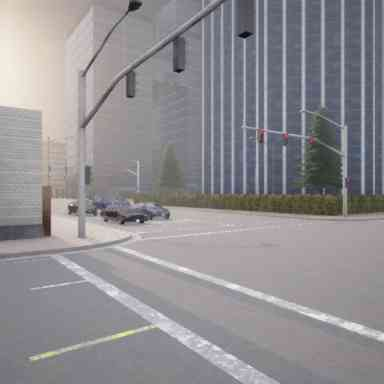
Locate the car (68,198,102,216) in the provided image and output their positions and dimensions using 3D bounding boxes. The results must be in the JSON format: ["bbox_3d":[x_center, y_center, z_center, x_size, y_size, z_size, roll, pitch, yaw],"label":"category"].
[{"bbox_3d":[-10.970,1.560,33.146,1.837,1.490,4.892,0,0,-36],"label":"car"}]

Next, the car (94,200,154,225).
[{"bbox_3d":[-5.299,1.603,25.237,2.033,1.411,5.357,0,0,-36],"label":"car"}]

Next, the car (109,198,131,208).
[{"bbox_3d":[-11.270,1.619,51.878,1.994,1.385,4.181,0,0,-36],"label":"car"}]

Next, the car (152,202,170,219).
[{"bbox_3d":[-3.705,1.581,29.051,1.812,1.442,4.674,0,0,-36],"label":"car"}]

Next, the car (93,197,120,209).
[{"bbox_3d":[-12.198,1.547,47.172,2.128,1.511,4.902,0,0,-36],"label":"car"}]

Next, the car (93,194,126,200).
[{"bbox_3d":[-9.368,1.277,36.922,2.150,2.045,5.566,0,0,-36],"label":"car"}]
